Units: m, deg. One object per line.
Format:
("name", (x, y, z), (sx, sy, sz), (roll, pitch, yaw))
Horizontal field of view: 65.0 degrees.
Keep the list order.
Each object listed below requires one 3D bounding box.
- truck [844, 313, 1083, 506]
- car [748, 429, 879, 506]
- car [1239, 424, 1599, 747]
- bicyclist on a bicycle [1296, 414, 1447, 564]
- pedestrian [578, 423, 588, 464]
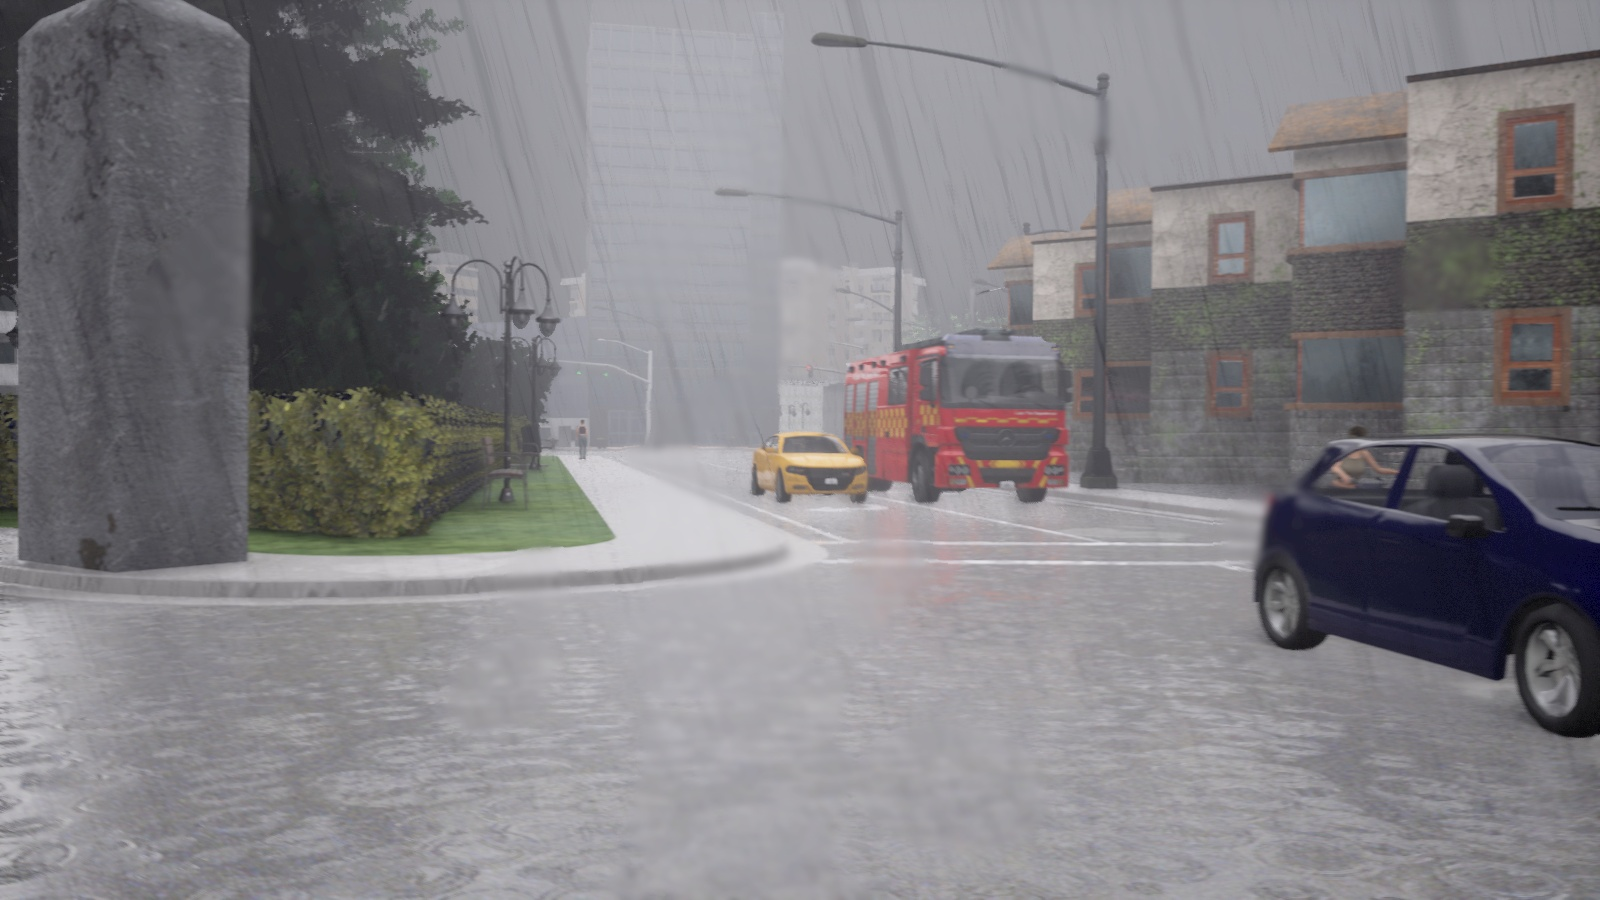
("truck", (3.455, -0.865, 29.363), (2.891, 3.827, 8.468), (-1, 1, -12))
("car", (0.183, 0.326, 27.974), (1.882, 1.535, 5.008), (-1, 1, -12))
("car", (4.380, 0.604, 7.444), (1.845, 1.501, 3.633), (-1, 1, -9))
("bicyclist on a bicycle", (6.510, 0.412, 14.390), (0.866, 1.612, 1.509), (-1, 1, -10))
("pedestrian", (-9.854, -0.311, 57.051), (0.345, 1.836, 0.594), (-1, 1, -3))
